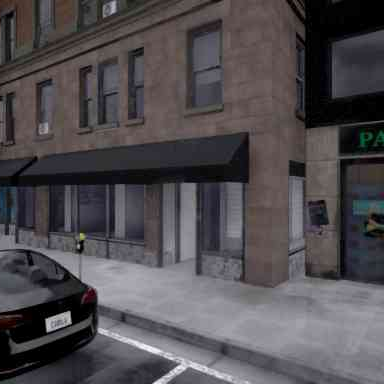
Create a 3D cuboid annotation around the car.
[{"bbox_3d":[-3.266,1.566,5.138,4.313,1.339,1.947,0,0,36],"label":"car"}]
